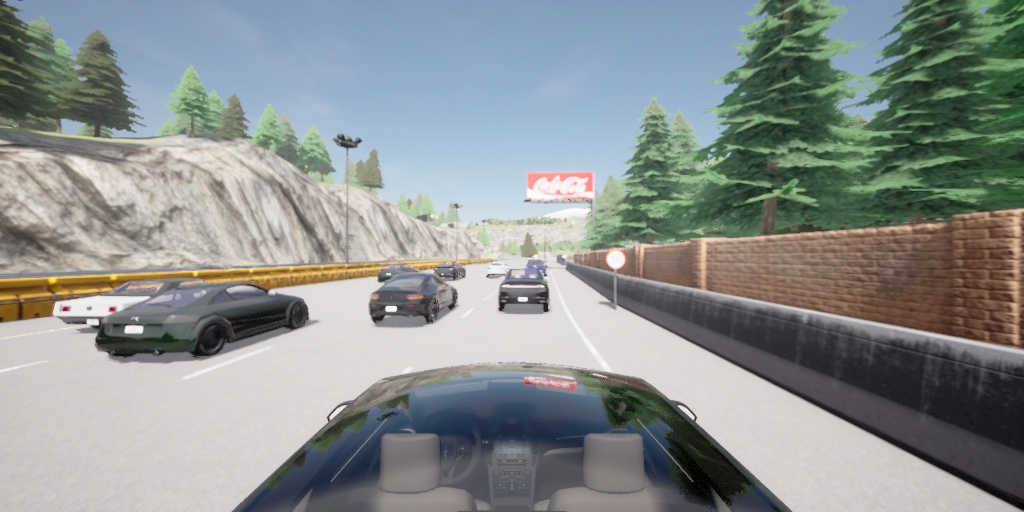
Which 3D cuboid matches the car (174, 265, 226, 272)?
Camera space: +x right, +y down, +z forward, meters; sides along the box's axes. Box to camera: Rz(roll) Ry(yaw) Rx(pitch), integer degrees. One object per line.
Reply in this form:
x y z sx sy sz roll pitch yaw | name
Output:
-20.084 1.284 22.956 1.994 1.385 4.181 0 0 5 | car

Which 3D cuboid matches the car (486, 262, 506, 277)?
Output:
-1.296 1.260 34.515 1.812 1.442 4.674 0 0 5 | car

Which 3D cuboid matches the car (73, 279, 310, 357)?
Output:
-6.801 1.304 8.520 1.994 1.385 4.181 0 0 2 | car

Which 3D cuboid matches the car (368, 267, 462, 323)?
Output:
-3.137 1.268 12.027 1.812 1.442 4.674 0 0 4 | car

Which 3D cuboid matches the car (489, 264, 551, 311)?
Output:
0.536 1.237 14.452 2.128 1.511 4.902 0 0 4 | car

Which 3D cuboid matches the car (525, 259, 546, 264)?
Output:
2.351 1.090 35.859 2.097 1.767 4.553 0 0 5 | car

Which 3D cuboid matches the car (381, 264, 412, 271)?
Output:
-8.863 1.293 28.230 1.994 1.385 4.181 0 0 5 | car

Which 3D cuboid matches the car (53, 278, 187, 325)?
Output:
-10.230 1.337 11.061 1.895 1.301 4.718 0 0 3 | car

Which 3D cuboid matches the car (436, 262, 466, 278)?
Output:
-5.173 1.224 30.262 2.128 1.511 4.902 0 0 5 | car
